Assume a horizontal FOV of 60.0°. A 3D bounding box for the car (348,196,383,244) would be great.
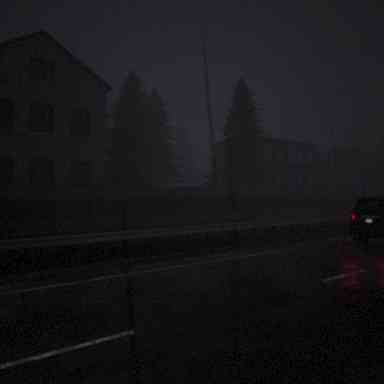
[{"bbox_3d":[9.098,1.214,14.546,5.566,2.045,2.150,0,0,-35],"label":"car"}]
